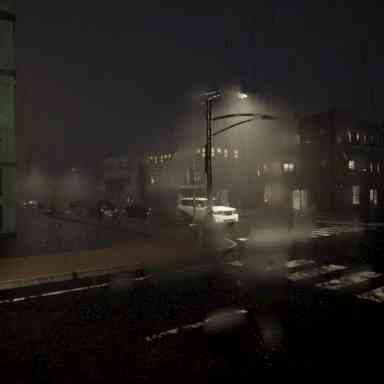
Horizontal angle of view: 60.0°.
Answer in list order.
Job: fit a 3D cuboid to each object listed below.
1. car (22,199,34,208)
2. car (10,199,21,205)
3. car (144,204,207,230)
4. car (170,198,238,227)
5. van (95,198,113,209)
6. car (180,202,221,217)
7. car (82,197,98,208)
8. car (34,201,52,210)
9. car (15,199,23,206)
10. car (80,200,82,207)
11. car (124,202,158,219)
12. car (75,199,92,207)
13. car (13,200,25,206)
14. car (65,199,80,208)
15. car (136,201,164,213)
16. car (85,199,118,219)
[{"bbox_3d":[-31.768,2.375,66.094,2.008,1.369,4.403,-1,0,-36],"label":"car"},{"bbox_3d":[-44.644,2.597,84.104,1.887,1.381,4.507,-1,0,-36],"label":"car"},{"bbox_3d":[-1.262,1.814,23.215,1.947,1.339,4.313,-2,0,-36],"label":"car"},{"bbox_3d":[0.956,1.442,24.784,2.150,2.045,5.566,-1,0,-35],"label":"car"},{"bbox_3d":[-15.299,1.906,57.460,1.690,1.788,3.998,-1,0,-36],"label":"van"},{"bbox_3d":[0.801,1.809,34.947,2.008,1.369,4.403,-2,0,-36],"label":"car"},{"bbox_3d":[-15.393,2.032,53.157,1.882,1.535,5.008,-1,0,-35],"label":"car"},{"bbox_3d":[-25.231,2.232,56.950,1.752,1.417,4.829,-1,0,-36],"label":"car"},{"bbox_3d":[-38.208,2.379,75.099,1.967,1.590,4.097,-1,0,-36],"label":"car"},{"bbox_3d":[-18.519,1.939,61.963,2.192,1.841,5.009,-1,0,-36],"label":"car"},{"bbox_3d":[-4.995,1.886,33.112,2.033,1.411,5.357,-1,0,-36],"label":"car"},{"bbox_3d":[-21.733,2.227,66.466,1.887,1.381,4.507,-1,0,-36],"label":"car"},{"bbox_3d":[-41.425,2.547,79.603,2.008,1.369,4.403,-1,0,-36],"label":"car"},{"bbox_3d":[-21.454,2.229,61.637,1.994,1.385,4.181,-1,0,-36],"label":"car"},{"bbox_3d":[-5.636,1.966,43.952,1.802,1.307,4.206,-2,0,-36],"label":"car"},{"bbox_3d":[-9.237,1.846,34.574,1.967,1.590,4.097,-1,0,-36],"label":"car"}]
